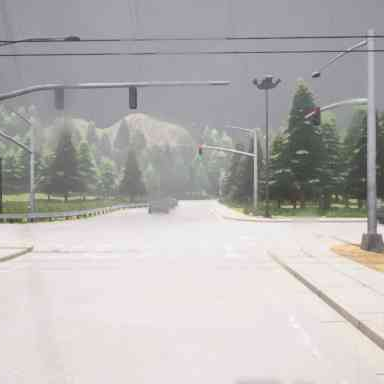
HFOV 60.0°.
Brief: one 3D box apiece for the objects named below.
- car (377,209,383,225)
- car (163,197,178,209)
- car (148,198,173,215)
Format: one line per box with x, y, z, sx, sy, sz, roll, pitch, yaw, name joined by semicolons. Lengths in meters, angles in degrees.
14.623;1.362;22.123;4.553;1.767;2.097;0;0;1;car
-3.490;1.492;46.894;2.097;1.767;4.553;0;0;0;car
-3.532;1.678;36.129;1.994;1.385;4.181;0;0;0;car
